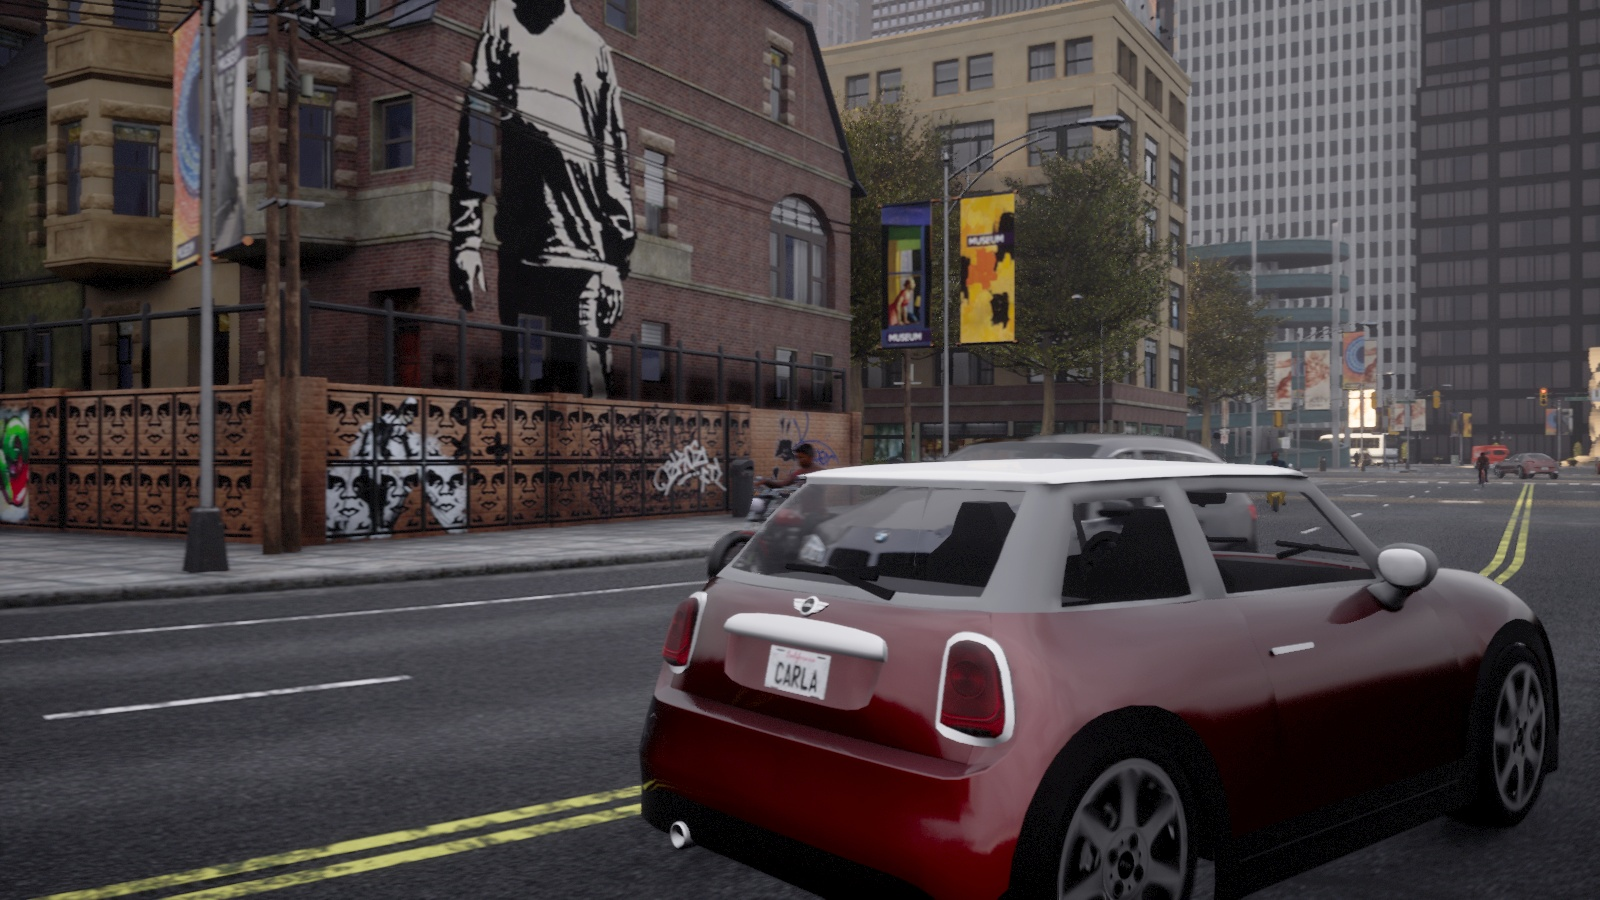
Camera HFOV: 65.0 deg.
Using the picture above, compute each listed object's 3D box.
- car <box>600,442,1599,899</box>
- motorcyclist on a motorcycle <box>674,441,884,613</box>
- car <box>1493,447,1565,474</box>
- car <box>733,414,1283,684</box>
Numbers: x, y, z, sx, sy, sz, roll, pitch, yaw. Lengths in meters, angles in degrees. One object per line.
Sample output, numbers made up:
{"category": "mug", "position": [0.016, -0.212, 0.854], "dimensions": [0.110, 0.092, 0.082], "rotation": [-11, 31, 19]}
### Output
{"category": "car", "position": [1.377, 0.723, 4.957], "dimensions": [3.806, 1.475, 1.970], "rotation": [0, 0, -39]}
{"category": "motorcyclist on a motorcycle", "position": [-0.171, 0.738, 13.128], "dimensions": [0.766, 1.649, 2.350], "rotation": [-1, 0, 43]}
{"category": "car", "position": [45.845, 0.654, 79.080], "dimensions": [2.152, 1.651, 5.027], "rotation": [0, 0, 7]}
{"category": "car", "position": [1.896, 0.617, 10.219], "dimensions": [2.242, 1.667, 4.611], "rotation": [0, 0, 43]}
